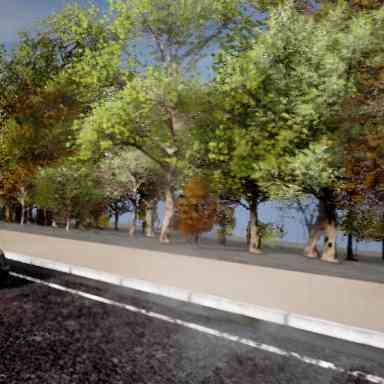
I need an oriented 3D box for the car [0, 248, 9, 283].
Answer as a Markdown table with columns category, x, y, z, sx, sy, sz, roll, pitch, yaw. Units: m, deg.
| category | x | y | z | sx | sy | sz | roll | pitch | yaw |
| --- | --- | --- | --- | --- | --- | --- | --- | --- | --- |
| car | -6.376 | 1.533 | 8.228 | 4.181 | 1.385 | 1.994 | 0 | 0 | 35 |
